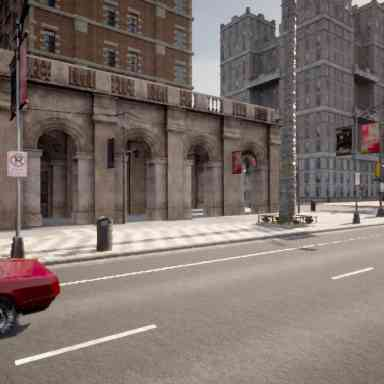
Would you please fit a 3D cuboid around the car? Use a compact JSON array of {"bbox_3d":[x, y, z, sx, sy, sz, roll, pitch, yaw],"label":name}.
[{"bbox_3d":[-4.636,1.601,4.987,4.718,1.301,1.895,0,0,-35],"label":"car"}]
